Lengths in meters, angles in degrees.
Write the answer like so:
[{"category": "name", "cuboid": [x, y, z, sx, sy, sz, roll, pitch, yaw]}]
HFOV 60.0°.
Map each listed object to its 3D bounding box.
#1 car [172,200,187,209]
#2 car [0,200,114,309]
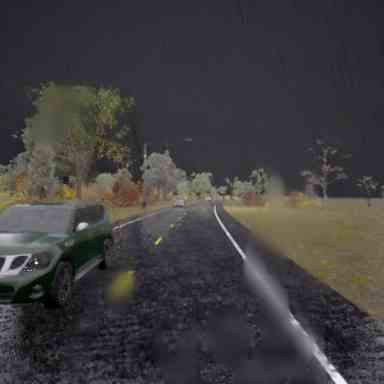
[{"category": "car", "cuboid": [-1.846, 1.870, 51.319, 1.994, 1.385, 4.181, 0, 0, 4]}, {"category": "car", "cuboid": [-3.535, 1.246, 8.287, 2.150, 2.045, 5.566, 0, 0, 1]}]
